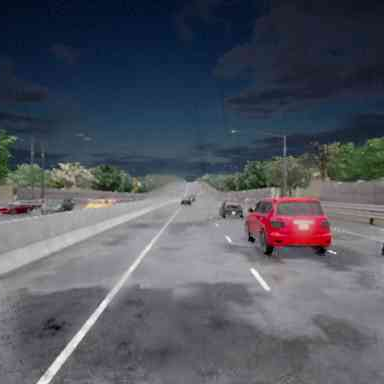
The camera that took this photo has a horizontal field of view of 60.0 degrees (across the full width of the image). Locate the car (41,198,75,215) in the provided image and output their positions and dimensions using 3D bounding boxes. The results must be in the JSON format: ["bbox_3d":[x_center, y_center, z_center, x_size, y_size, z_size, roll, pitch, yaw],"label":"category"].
[{"bbox_3d":[-14.100,1.455,35.170,2.097,1.767,4.553,0,0,0],"label":"car"}]

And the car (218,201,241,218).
[{"bbox_3d":[3.591,1.581,31.189,1.837,1.490,4.892,0,0,0],"label":"car"}]

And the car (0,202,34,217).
[{"bbox_3d":[-17.603,1.688,32.810,1.895,1.301,4.718,0,0,0],"label":"car"}]

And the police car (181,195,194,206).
[{"bbox_3d":[-1.066,1.726,60.926,1.930,1.638,5.238,0,-1,0],"label":"police car"}]

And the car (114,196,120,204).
[{"bbox_3d":[-17.519,1.746,73.905,2.097,1.767,4.553,0,-1,0],"label":"car"}]

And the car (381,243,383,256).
[{"bbox_3d":[7.097,1.560,9.027,1.994,1.385,4.181,0,0,0],"label":"car"}]

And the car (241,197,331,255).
[{"bbox_3d":[3.596,1.223,13.370,2.150,2.045,5.566,0,0,0],"label":"car"}]

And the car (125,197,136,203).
[{"bbox_3d":[-14.020,1.835,76.510,1.994,1.385,4.181,0,-1,0],"label":"car"}]

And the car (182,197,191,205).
[{"bbox_3d":[-1.068,1.886,70.823,1.882,1.535,5.008,0,-1,0],"label":"car"}]

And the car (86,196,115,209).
[{"bbox_3d":[-10.600,1.599,37.979,1.882,1.535,5.008,0,0,0],"label":"car"}]

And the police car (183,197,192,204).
[{"bbox_3d":[-1.070,1.908,76.939,1.930,1.638,5.238,0,-1,0],"label":"police car"}]

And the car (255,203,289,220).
[{"bbox_3d":[7.092,1.669,29.931,1.895,1.301,4.718,0,0,0],"label":"car"}]
